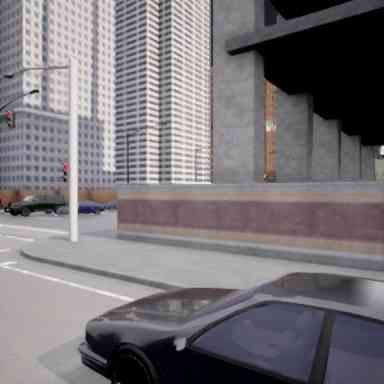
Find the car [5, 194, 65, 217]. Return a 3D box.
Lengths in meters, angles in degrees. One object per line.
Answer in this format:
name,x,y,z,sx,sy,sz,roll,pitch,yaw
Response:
car,-14.775,1.227,32.023,2.150,2.045,5.566,0,0,36

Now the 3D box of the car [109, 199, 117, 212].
car,-9.033,1.532,39.919,1.812,1.442,4.674,0,0,36

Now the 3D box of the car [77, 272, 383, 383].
car,1.259,1.548,3.095,5.357,1.411,2.033,0,0,36

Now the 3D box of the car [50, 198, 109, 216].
car,-10.635,1.531,31.743,1.812,1.442,4.674,0,0,36
